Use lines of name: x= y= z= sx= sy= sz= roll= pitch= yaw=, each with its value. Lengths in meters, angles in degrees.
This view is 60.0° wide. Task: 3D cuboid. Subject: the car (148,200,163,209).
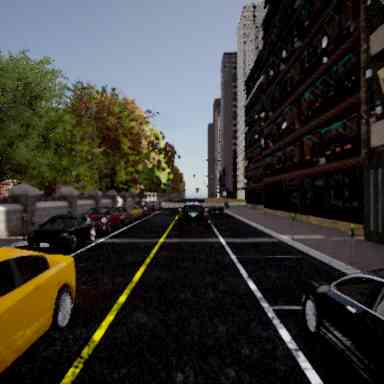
car: x=-5.840 y=2.031 z=53.793 sx=1.887 sy=1.381 sz=4.507 roll=0 pitch=-1 yaw=0

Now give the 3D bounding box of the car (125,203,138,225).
car: x=-5.699 y=1.814 z=26.101 sx=1.802 sy=1.307 sz=4.206 roll=0 pitch=-1 yaw=0

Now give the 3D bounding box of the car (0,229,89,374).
car: x=-3.061 y=1.515 z=4.117 sx=1.882 sy=1.535 sz=5.008 roll=0 pitch=-1 yaw=0

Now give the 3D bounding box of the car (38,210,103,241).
car: x=-5.694 y=1.699 z=15.024 sx=1.947 sy=1.339 sz=4.313 roll=0 pitch=-1 yaw=0

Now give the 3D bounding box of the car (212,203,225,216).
car: x=2.676 y=1.882 z=37.184 sx=2.008 sy=1.369 sz=4.403 roll=0 pitch=-1 yaw=0

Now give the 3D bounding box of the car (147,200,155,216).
car: x=-5.703 y=1.773 z=37.179 sx=1.967 sy=1.590 sz=4.097 roll=0 pitch=-1 yaw=0

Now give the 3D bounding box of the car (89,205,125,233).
car: x=-5.696 y=1.622 z=20.563 sx=1.967 sy=1.590 sz=4.097 roll=0 pitch=-1 yaw=0

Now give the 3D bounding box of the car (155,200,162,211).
car: x=-5.786 y=1.985 z=48.253 sx=2.008 sy=1.369 sz=4.403 roll=0 pitch=-1 yaw=0

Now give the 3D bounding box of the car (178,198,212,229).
car: x=0.090 y=1.562 z=23.772 sx=2.097 sy=1.767 sz=4.553 roll=0 pitch=-1 yaw=0

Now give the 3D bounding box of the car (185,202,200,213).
car: x=0.082 y=2.004 z=44.903 sx=1.895 sy=1.301 sz=4.718 roll=0 pitch=-1 yaw=0

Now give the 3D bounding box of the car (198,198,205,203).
car: x=2.653 y=2.422 z=91.713 sx=1.947 sy=1.339 sz=4.313 roll=0 pitch=-1 yaw=0

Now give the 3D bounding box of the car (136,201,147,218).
car: x=-5.701 y=1.806 z=31.469 sx=1.752 sy=1.417 sz=4.829 roll=0 pitch=-1 yaw=0

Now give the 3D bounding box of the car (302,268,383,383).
car: x=2.691 y=1.586 z=3.953 sx=2.008 sy=1.369 sz=4.403 roll=0 pitch=0 yaw=0
